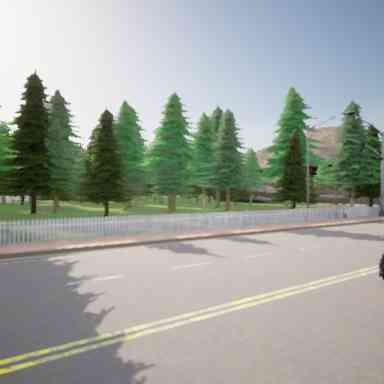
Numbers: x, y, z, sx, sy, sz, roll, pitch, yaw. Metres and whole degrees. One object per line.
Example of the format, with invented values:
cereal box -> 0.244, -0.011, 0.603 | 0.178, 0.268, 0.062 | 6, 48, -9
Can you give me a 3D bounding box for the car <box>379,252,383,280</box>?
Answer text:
car -> 6.629, 1.615, 8.497 | 4.181, 1.385, 1.994 | 0, 0, -35
